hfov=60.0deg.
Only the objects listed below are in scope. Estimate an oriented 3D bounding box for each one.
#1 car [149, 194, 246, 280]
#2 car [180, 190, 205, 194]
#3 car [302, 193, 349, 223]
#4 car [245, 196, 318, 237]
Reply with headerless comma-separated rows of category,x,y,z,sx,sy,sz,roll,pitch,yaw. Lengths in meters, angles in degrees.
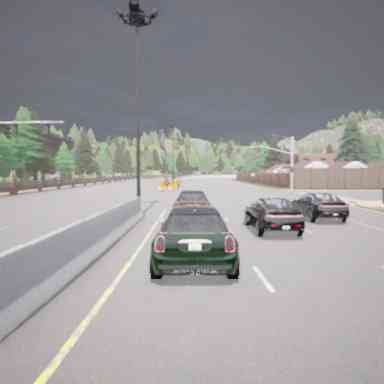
car,0.056,1.139,9.497,2.097,1.767,4.553,0,3,0
car,0.011,0.657,18.166,2.097,1.767,4.553,0,3,0
car,7.010,0.771,18.677,2.128,1.511,4.902,0,3,0
car,3.529,0.989,14.896,2.128,1.511,4.902,0,3,0
